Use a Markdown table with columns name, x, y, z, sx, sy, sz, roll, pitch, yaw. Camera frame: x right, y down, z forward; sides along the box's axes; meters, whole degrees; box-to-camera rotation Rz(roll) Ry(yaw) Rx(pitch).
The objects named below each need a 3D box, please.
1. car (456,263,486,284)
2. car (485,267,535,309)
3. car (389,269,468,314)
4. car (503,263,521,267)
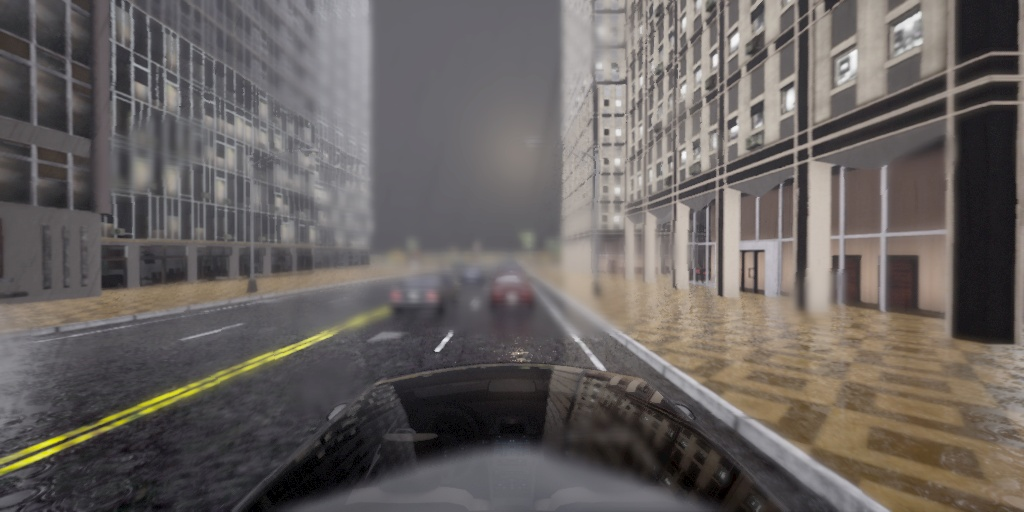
| name | x | y | z | sx | sy | sz | roll | pitch | yaw |
| --- | --- | --- | --- | --- | --- | --- | --- | --- | --- |
| car | -3.216 | 1.579 | 30.379 | 1.994 | 1.385 | 4.181 | 0 | 0 | 0 |
| car | 0.029 | 1.407 | 15.744 | 1.812 | 1.442 | 4.674 | 0 | 0 | 1 |
| car | -3.236 | 1.417 | 14.362 | 2.033 | 1.411 | 5.357 | 0 | -1 | 0 |
| car | 0.033 | 1.365 | 30.256 | 2.097 | 1.767 | 4.553 | 0 | -1 | 0 |
